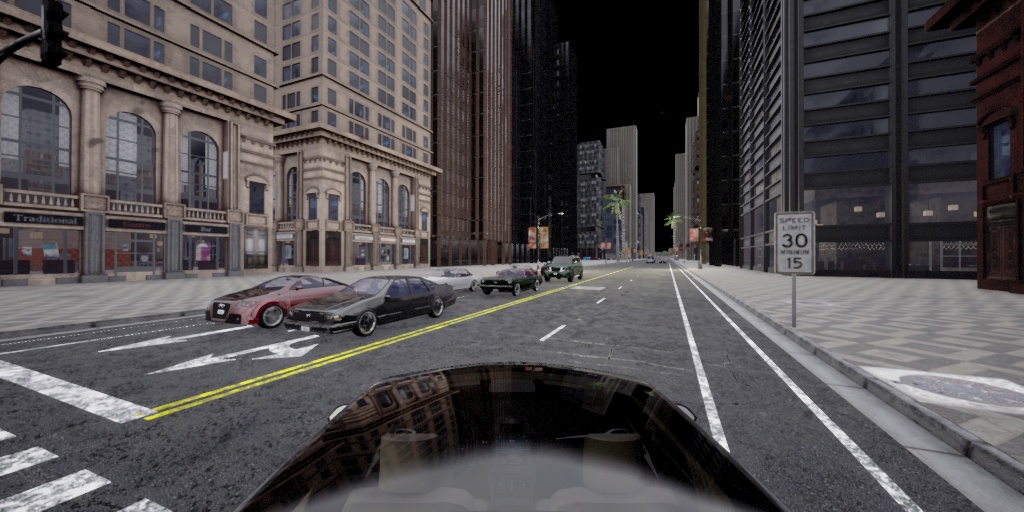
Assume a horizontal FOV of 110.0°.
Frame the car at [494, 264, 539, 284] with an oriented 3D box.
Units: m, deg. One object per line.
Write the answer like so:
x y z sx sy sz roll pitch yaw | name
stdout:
0.449 1.364 28.594 1.895 1.301 4.718 0 0 24 | car

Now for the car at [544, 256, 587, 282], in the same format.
4.330 0.987 29.367 2.150 2.045 5.566 0 0 23 | car

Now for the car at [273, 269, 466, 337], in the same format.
-3.738 1.299 10.755 2.033 1.411 5.357 0 0 23 | car

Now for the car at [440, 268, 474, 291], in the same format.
-3.512 1.357 19.454 1.895 1.301 4.718 0 0 23 | car

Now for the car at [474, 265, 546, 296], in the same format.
0.074 1.358 19.554 1.895 1.301 4.718 0 0 24 | car

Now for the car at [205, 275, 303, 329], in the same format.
-6.990 1.316 11.413 1.994 1.385 4.181 0 0 24 | car

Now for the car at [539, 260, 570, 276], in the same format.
4.541 1.251 37.944 1.882 1.535 5.008 0 0 24 | car
